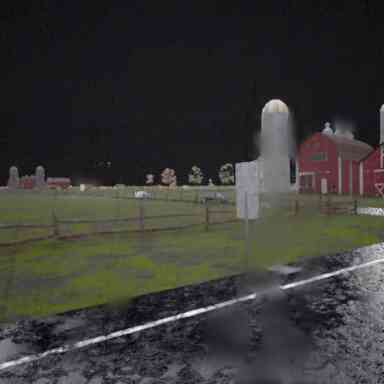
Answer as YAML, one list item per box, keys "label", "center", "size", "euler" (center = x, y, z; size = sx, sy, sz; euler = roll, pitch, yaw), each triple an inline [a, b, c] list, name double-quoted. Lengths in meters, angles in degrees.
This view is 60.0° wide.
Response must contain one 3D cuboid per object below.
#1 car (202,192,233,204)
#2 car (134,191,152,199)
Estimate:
- label: "car"
  center: [3.369, 0.759, 44.845]
  size: [1.837, 1.490, 4.892]
  euler: [-2, 2, -36]
- label: "car"
  center: [-9.316, 0.573, 62.505]
  size: [1.812, 1.442, 4.674]
  euler: [-2, 1, -36]
